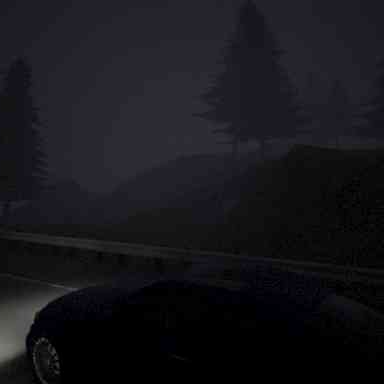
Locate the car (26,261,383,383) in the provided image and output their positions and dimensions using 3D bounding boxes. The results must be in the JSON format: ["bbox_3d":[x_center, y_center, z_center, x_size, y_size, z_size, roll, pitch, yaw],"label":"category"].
[{"bbox_3d":[0.153,1.512,3.562,4.674,1.442,1.812,0,0,35],"label":"car"}]
